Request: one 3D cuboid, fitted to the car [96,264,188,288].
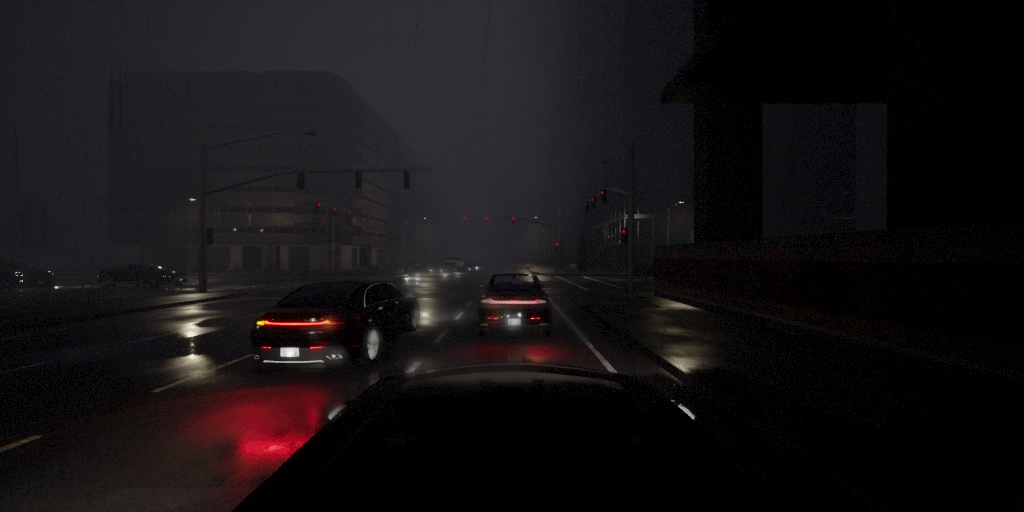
[{"bbox_3d":[-24.325,1.297,23.697,4.902,1.511,2.128,0,0,0],"label":"car"}]

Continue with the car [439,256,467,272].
[{"bbox_3d":[-7.455,0.972,45.759,2.150,2.045,5.566,0,0,-1],"label":"car"}]

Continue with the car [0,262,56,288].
[{"bbox_3d":[-33.392,1.157,23.716,4.553,1.767,2.097,0,0,0],"label":"car"}]

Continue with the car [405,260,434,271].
[{"bbox_3d":[-10.922,1.247,41.294,2.128,1.511,4.902,0,0,-1],"label":"car"}]

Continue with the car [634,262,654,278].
[{"bbox_3d":[13.951,1.297,34.326,4.902,1.511,2.128,0,0,0],"label":"car"}]

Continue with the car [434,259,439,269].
[{"bbox_3d":[-10.965,1.227,54.147,1.882,1.535,5.008,0,0,0],"label":"car"}]

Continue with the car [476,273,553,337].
[{"bbox_3d":[0.060,1.242,10.337,2.128,1.511,4.902,0,0,0],"label":"car"}]

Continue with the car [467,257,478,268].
[{"bbox_3d":[-7.403,1.298,59.872,2.033,1.411,5.357,0,0,1],"label":"car"}]

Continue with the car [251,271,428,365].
[{"bbox_3d":[-3.451,1.255,8.018,1.837,1.490,4.892,0,0,0],"label":"car"}]
